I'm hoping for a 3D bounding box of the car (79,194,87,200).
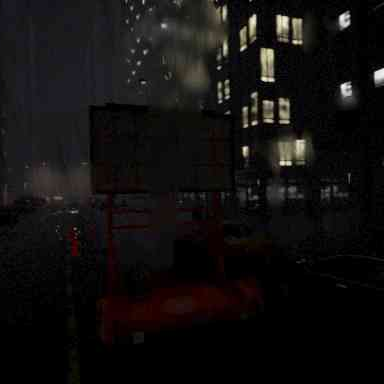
[{"bbox_3d":[-27.635,1.217,84.265,1.887,1.381,4.507,-1,1,-21],"label":"car"}]

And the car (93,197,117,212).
[{"bbox_3d":[-9.395,1.397,36.561,1.947,1.339,4.313,-1,0,-21],"label":"car"}]

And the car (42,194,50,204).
[{"bbox_3d":[-27.363,1.269,60.085,2.192,1.841,5.009,-1,0,-21],"label":"car"}]

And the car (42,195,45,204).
[{"bbox_3d":[-23.305,1.570,49.484,1.802,1.307,4.206,-1,0,-21],"label":"car"}]

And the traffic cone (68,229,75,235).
[{"bbox_3d":[-4.832,1.923,13.534,0.340,0.580,0.340,-1,1,-21],"label":"traffic cone"}]

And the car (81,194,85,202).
[{"bbox_3d":[-19.589,1.279,63.222,1.752,1.417,4.829,-1,1,-21],"label":"car"}]

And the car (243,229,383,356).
[{"bbox_3d":[2.763,1.437,4.755,2.008,1.369,4.403,-1,0,-21],"label":"car"}]

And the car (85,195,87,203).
[{"bbox_3d":[-15.474,1.371,52.462,1.802,1.307,4.206,-1,0,-21],"label":"car"}]

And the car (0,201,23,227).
[{"bbox_3d":[-13.172,1.598,22.976,1.887,1.381,4.507,-1,0,-21],"label":"car"}]

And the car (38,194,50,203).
[{"bbox_3d":[-31.415,1.355,70.689,1.967,1.590,4.097,-1,1,-21],"label":"car"}]

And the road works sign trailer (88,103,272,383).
[{"bbox_3d":[-0.460,0.413,5.567,2.380,3.560,2.880,-1,1,-21],"label":"road works sign trailer"}]

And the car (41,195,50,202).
[{"bbox_3d":[-33.380,1.420,75.832,1.752,1.417,4.829,-1,1,-21],"label":"car"}]

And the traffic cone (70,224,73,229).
[{"bbox_3d":[-5.546,1.920,15.402,0.340,0.580,0.340,-1,1,-21],"label":"traffic cone"}]

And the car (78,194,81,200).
[{"bbox_3d":[-23.581,1.281,73.664,1.947,1.339,4.313,-1,1,-21],"label":"car"}]

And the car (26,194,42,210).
[{"bbox_3d":[-19.256,1.333,38.880,2.192,1.841,5.009,-1,0,-21],"label":"car"}]

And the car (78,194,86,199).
[{"bbox_3d":[-29.660,1.232,89.565,1.802,1.307,4.206,-1,1,-21],"label":"car"}]

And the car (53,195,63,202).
[{"bbox_3d":[-30.284,1.362,75.244,1.812,1.442,4.674,-1,1,-21],"label":"car"}]

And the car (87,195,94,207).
[{"bbox_3d":[-13.448,1.386,47.161,1.802,1.307,4.206,-1,0,-21],"label":"car"}]

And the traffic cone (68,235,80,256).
[{"bbox_3d":[-4.118,1.926,11.665,0.340,0.580,0.340,-1,1,-21],"label":"traffic cone"}]

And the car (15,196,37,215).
[{"bbox_3d":[-17.227,1.471,33.580,1.967,1.590,4.097,-1,0,-21],"label":"car"}]

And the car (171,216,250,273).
[{"bbox_3d":[0.675,1.405,10.215,1.752,1.417,4.829,-1,0,-21],"label":"car"}]
